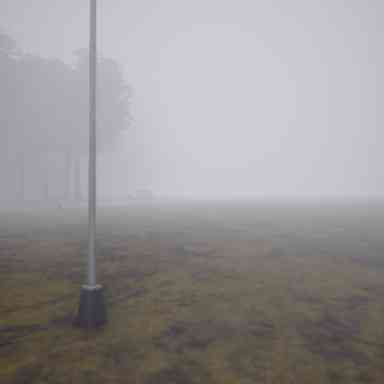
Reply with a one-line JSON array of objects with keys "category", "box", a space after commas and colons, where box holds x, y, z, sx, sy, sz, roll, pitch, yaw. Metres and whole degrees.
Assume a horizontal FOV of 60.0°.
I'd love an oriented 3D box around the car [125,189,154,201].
[{"category": "car", "box": [-7.722, 0.419, 49.374, 2.097, 1.767, 4.553, 1, 2, 36]}]
